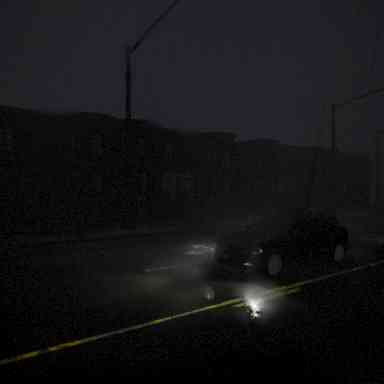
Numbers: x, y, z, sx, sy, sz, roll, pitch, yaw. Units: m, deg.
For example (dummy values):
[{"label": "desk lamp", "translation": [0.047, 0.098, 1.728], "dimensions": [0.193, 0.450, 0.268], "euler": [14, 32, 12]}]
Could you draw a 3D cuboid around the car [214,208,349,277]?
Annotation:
[{"label": "car", "translation": [2.938, 1.478, 10.460], "dimensions": [5.008, 1.535, 1.882], "euler": [0, 0, -36]}]

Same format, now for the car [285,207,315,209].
[{"label": "car", "translation": [5.257, 1.491, 16.470], "dimensions": [4.902, 1.511, 2.128], "euler": [0, 0, -36]}]
